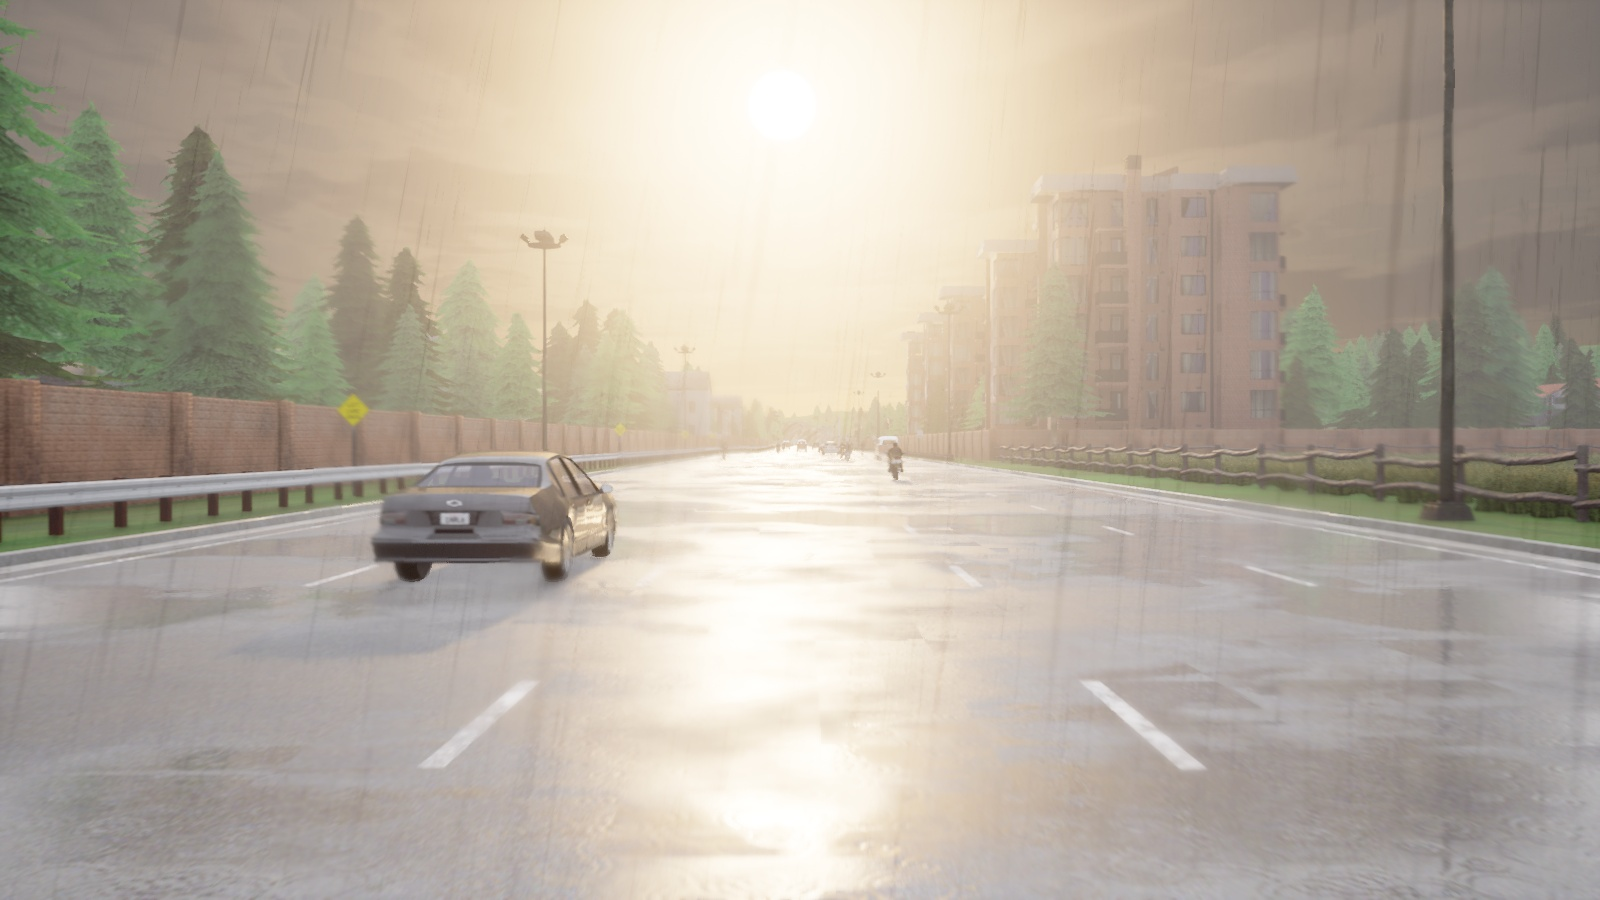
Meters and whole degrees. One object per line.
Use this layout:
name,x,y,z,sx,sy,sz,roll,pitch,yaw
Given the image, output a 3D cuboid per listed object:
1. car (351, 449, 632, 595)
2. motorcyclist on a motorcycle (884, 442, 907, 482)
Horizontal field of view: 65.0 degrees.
car,-3.399,0.706,15.070,2.033,1.411,5.357,0,0,0
motorcyclist on a motorcycle,3.801,0.451,50.187,0.797,1.523,2.044,0,1,0
